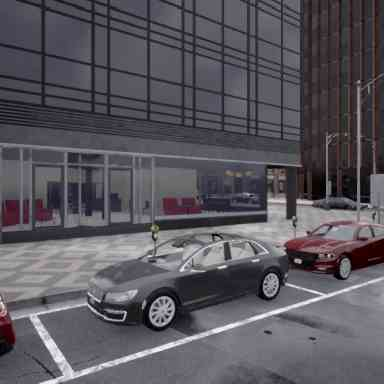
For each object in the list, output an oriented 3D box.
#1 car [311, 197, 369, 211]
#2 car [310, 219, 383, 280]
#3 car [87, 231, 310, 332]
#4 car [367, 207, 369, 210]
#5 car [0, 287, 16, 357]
[{"bbox_3d":[14.941,1.202,33.803,2.033,1.411,5.357,0,1,-41],"label":"car"},{"bbox_3d":[4.575,1.545,9.922,4.507,1.381,1.887,0,0,-36],"label":"car"},{"bbox_3d":[0.135,1.551,6.750,4.403,1.369,2.008,0,0,-36],"label":"car"},{"bbox_3d":[9.016,1.441,13.094,4.097,1.590,1.967,0,0,-36],"label":"car"},{"bbox_3d":[-4.306,1.440,3.578,4.097,1.590,1.967,0,0,-36],"label":"car"}]
